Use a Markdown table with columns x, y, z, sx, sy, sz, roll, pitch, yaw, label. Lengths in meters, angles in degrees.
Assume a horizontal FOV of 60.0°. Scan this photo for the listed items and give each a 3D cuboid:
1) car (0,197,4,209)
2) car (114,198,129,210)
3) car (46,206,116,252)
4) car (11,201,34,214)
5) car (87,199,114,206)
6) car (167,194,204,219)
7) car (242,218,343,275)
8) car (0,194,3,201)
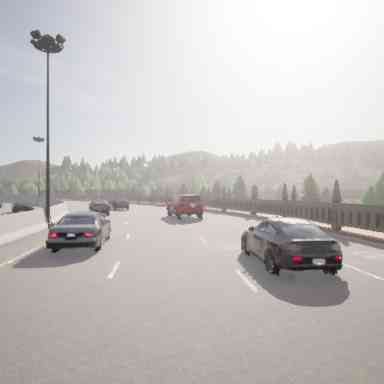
| x | y | z | sx | sy | sz | roll | pitch | yaw | label |
| --- | --- | --- | --- | --- | --- | --- | --- | --- | --- |
| -26.993 | 1.491 | 45.639 | 2.128 | 1.511 | 4.902 | 0 | 0 | -31 | car |
| -9.300 | 1.490 | 42.183 | 2.128 | 1.511 | 4.902 | 0 | 0 | -24 | car |
| -4.550 | 1.547 | 13.965 | 2.033 | 1.411 | 5.357 | 0 | 0 | -8 | car |
| -17.686 | 1.600 | 34.892 | 1.895 | 1.301 | 4.718 | 0 | 0 | -23 | car |
| -9.226 | 1.489 | 32.681 | 2.128 | 1.511 | 4.902 | 0 | 0 | -19 | car |
| -0.674 | 1.221 | 28.964 | 2.150 | 2.045 | 5.566 | 0 | 0 | -16 | car |
| 2.878 | 1.525 | 10.364 | 1.812 | 1.442 | 4.674 | 0 | 0 | -5 | car |
| -40.659 | 1.137 | 68.344 | 4.674 | 1.442 | 1.812 | 0 | 0 | 43 | car |
